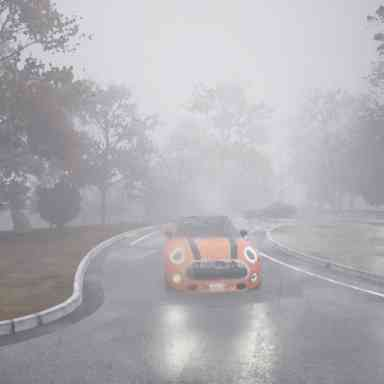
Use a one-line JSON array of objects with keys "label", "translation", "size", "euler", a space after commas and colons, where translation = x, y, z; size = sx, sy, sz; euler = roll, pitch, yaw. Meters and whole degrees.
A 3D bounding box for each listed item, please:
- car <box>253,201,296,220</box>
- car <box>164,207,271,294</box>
[{"label": "car", "translation": [6.179, 1.477, 26.492], "size": [5.008, 1.535, 1.882], "euler": [0, -1, -35]}, {"label": "car", "translation": [0.346, 1.352, 9.015], "size": [2.097, 1.767, 4.553], "euler": [0, 0, -4]}]
